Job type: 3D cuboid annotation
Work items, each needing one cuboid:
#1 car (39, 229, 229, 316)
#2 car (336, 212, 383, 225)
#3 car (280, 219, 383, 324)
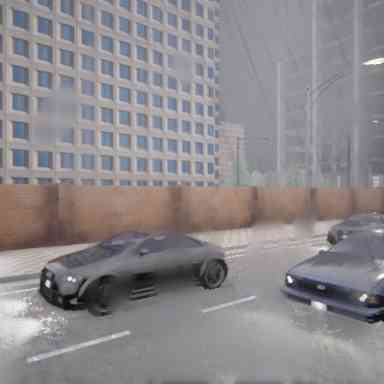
[{"bbox_3d":[-1.150,1.564,7.540,4.181,1.385,1.994,0,0,-37],"label":"car"},{"bbox_3d":[7.601,1.563,14.188,4.181,1.385,1.994,0,0,-37],"label":"car"},{"bbox_3d":[4.276,1.547,7.267,5.357,1.411,2.033,0,0,-37],"label":"car"}]
